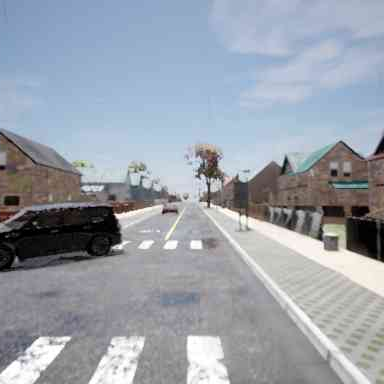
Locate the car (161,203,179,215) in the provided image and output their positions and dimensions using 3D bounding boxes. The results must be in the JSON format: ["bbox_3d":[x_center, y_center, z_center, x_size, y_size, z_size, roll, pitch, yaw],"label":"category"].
[{"bbox_3d":[-2.737,2.145,42.288,1.994,1.385,4.181,0,-1,0],"label":"car"}]

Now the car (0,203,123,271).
[{"bbox_3d":[-5.210,1.477,12.030,5.566,2.045,2.150,-1,3,-42],"label":"car"}]
